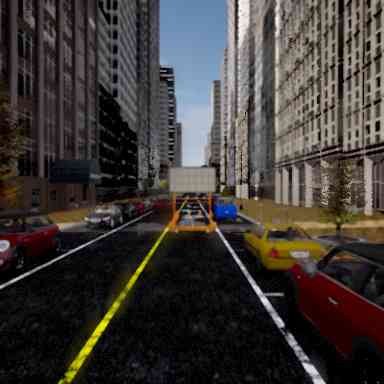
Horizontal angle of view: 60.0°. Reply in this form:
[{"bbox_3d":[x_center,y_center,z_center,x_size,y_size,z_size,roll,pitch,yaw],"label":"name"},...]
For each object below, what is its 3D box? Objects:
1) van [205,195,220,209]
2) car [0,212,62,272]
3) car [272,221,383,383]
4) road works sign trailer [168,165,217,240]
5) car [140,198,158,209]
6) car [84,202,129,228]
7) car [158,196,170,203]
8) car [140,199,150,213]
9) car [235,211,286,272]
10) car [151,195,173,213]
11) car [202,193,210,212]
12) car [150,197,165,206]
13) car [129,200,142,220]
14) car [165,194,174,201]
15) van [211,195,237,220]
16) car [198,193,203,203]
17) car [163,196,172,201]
[{"bbox_3d":[2.675,1.306,44.525,1.690,1.788,3.998,-1,0,0],"label":"van"},{"bbox_3d":[-5.700,1.432,10.423,1.967,1.590,4.097,-1,0,0],"label":"car"},{"bbox_3d":[2.681,1.436,4.740,1.967,1.590,4.097,-1,0,0],"label":"car"},{"bbox_3d":[0.018,0.451,16.845,2.380,3.560,2.880,0,0,0],"label":"road works sign trailer"},{"bbox_3d":[-5.703,1.547,44.524,1.802,1.307,4.206,-1,0,0],"label":"car"},{"bbox_3d":[-5.701,1.534,21.790,2.008,1.369,4.403,-1,0,0],"label":"car"},{"bbox_3d":[-5.706,1.498,67.258,2.008,1.369,4.403,-1,0,0],"label":"car"},{"bbox_3d":[-5.702,1.519,33.157,1.887,1.381,4.507,-1,0,0],"label":"car"},{"bbox_3d":[2.682,1.517,10.593,1.752,1.417,4.829,-1,0,0],"label":"car"},{"bbox_3d":[-3.099,1.449,37.025,1.882,1.535,5.008,0,0,0],"label":"car"},{"bbox_3d":[2.675,1.285,38.841,2.192,1.841,5.009,-1,0,0],"label":"car"},{"bbox_3d":[-5.705,1.507,55.892,2.008,1.369,4.403,-1,0,0],"label":"car"},{"bbox_3d":[-5.701,1.545,27.473,1.947,1.339,4.313,-1,0,0],"label":"car"},{"bbox_3d":[-5.710,1.373,84.309,1.967,1.590,4.097,-1,0,0],"label":"car"},{"bbox_3d":[2.677,1.320,27.474,1.690,1.788,3.998,-1,0,0],"label":"van"},{"bbox_3d":[2.674,1.498,67.259,2.008,1.369,4.403,-1,0,0],"label":"car"},{"bbox_3d":[-5.708,1.519,78.626,1.802,1.307,4.206,-1,0,0],"label":"car"}]
